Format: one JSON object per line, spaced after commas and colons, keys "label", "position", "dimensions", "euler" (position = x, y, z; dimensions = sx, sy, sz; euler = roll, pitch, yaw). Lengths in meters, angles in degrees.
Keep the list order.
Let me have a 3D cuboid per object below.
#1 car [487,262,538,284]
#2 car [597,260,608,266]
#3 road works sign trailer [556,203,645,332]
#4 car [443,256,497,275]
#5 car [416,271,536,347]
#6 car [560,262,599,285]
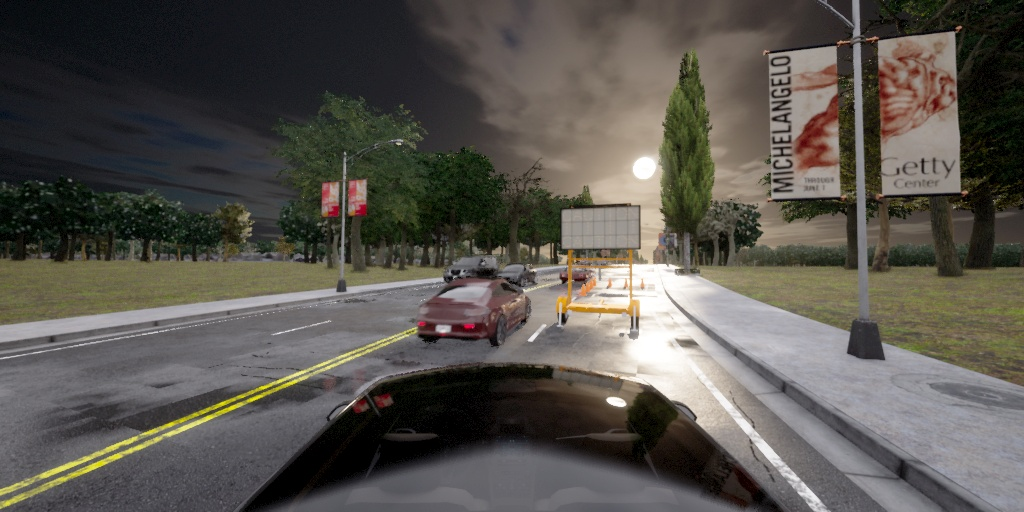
{"label": "car", "position": [0.357, 1.285, 24.243], "dimensions": [1.837, 1.490, 4.892], "euler": [0, 0, 21]}
{"label": "car", "position": [15.757, 1.366, 63.106], "dimensions": [1.837, 1.490, 4.892], "euler": [0, 0, 22]}
{"label": "road works sign trailer", "position": [2.738, 0.214, 11.134], "dimensions": [2.380, 3.560, 2.880], "euler": [0, 0, 18]}
{"label": "car", "position": [-2.672, 1.020, 25.448], "dimensions": [2.150, 2.045, 5.566], "euler": [0, 0, 21]}
{"label": "car", "position": [-0.779, 1.281, 9.353], "dimensions": [1.812, 1.442, 4.674], "euler": [0, 0, 14]}
{"label": "car", "position": [4.962, 1.365, 26.570], "dimensions": [1.895, 1.301, 4.718], "euler": [0, 0, 21]}
